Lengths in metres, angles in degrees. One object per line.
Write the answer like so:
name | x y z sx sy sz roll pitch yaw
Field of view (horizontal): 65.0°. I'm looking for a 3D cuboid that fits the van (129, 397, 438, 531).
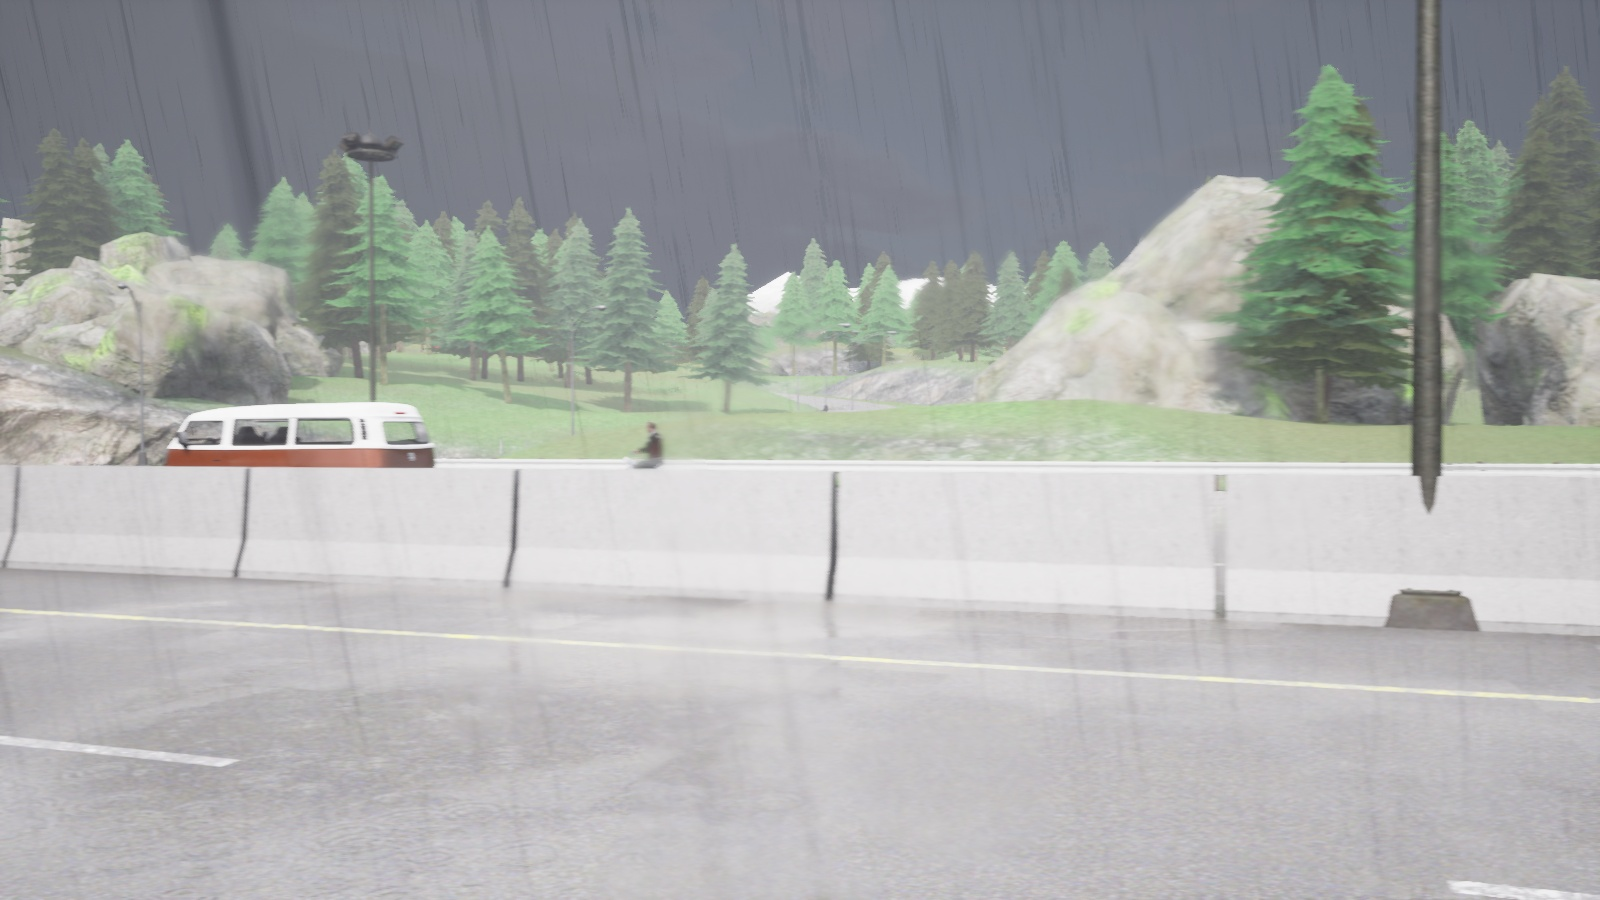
van | -8.528 0.185 20.828 4.480 2.038 2.069 1 1 19
